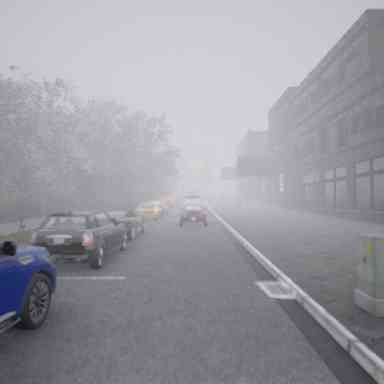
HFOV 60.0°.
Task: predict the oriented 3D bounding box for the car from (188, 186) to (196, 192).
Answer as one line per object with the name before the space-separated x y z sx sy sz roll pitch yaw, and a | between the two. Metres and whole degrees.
car | -0.020 -0.932 91.085 2.033 1.411 5.357 0 3 0

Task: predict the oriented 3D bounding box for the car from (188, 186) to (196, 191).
car | -0.017 -0.113 76.872 1.882 1.535 5.008 0 3 0

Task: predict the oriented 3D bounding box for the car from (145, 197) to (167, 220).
car | -3.650 1.527 28.333 1.946 1.575 5.366 0 1 2

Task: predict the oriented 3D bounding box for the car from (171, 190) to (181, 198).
car | -3.643 0.953 58.747 1.946 1.575 5.366 1 2 2

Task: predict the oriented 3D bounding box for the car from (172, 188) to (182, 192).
car | -3.648 0.714 64.481 2.231 1.521 4.892 1 3 2

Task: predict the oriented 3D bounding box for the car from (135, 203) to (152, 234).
car | -3.666 1.578 17.086 2.163 1.488 4.792 -1 0 2

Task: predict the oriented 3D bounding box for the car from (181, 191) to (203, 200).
car | 0.091 1.208 40.342 2.150 2.045 5.566 0 1 0

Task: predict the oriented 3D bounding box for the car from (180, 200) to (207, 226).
car | 0.095 1.572 23.814 1.812 1.442 4.674 0 0 0

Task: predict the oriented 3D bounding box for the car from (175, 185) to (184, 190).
car | -3.671 -0.029 75.594 2.185 1.767 4.553 0 3 2

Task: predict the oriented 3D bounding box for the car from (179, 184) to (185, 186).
car | -3.673 -0.359 81.156 2.185 1.767 4.553 0 3 2

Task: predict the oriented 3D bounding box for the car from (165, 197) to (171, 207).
car | -3.659 1.563 34.470 2.002 1.452 4.674 0 0 2

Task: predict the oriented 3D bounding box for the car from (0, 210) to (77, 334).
car | -3.651 1.239 3.828 2.435 2.045 5.566 0 0 2

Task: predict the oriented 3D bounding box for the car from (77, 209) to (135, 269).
car | -3.655 1.388 11.482 2.185 1.767 4.553 0 0 2

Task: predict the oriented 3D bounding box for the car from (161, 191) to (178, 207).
car | -3.638 1.200 47.728 2.185 1.767 4.553 2 2 2
